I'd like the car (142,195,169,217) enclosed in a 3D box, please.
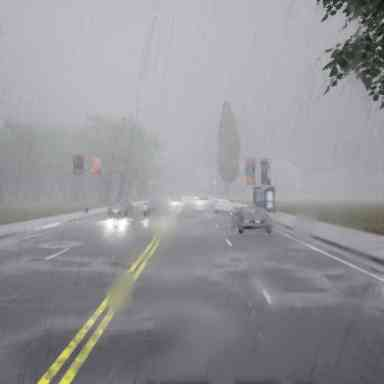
[{"bbox_3d":[-3.316,1.348,31.092,2.097,1.767,4.553,0,0,0],"label":"car"}]

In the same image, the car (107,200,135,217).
[{"bbox_3d":[-6.567,1.489,31.071,2.128,1.511,4.902,0,0,0],"label":"car"}]

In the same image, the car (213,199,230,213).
[{"bbox_3d":[3.381,1.525,36.051,1.812,1.442,4.674,0,0,0],"label":"car"}]

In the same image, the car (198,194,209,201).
[{"bbox_3d":[3.305,1.502,85.652,2.128,1.511,4.902,0,0,0],"label":"car"}]

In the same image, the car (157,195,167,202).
[{"bbox_3d":[-6.454,1.328,71.888,1.837,1.490,4.892,0,0,0],"label":"car"}]

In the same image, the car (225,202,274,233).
[{"bbox_3d":[3.365,1.547,19.457,2.033,1.411,5.357,0,0,0],"label":"car"}]

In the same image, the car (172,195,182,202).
[{"bbox_3d":[-3.204,1.354,71.886,2.128,1.511,4.902,0,0,0],"label":"car"}]
